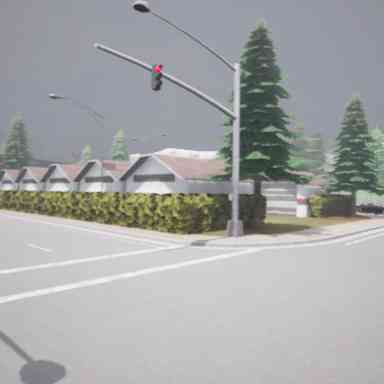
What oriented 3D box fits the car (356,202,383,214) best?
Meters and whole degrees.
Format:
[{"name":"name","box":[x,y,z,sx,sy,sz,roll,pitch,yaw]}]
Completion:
[{"name":"car","box":[19.845,1.763,35.907,1.895,1.301,4.718,1,0,-31]}]
